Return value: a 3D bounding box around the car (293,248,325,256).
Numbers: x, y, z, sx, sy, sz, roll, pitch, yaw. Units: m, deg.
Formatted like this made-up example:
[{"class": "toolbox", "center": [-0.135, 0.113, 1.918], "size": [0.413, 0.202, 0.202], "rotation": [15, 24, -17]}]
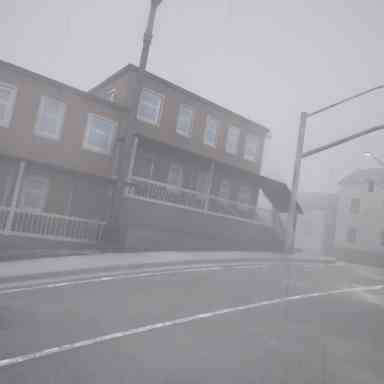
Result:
[{"class": "car", "center": [9.653, 5.690, 29.287], "size": [1.812, 1.442, 4.674], "rotation": [14, -16, -34]}]
